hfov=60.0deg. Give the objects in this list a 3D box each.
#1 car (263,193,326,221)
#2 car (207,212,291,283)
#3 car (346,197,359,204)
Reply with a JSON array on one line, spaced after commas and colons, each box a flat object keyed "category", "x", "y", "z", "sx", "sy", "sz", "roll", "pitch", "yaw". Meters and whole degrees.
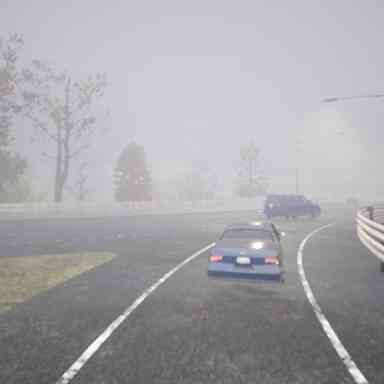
[{"category": "car", "x": 8.090, "y": 1.181, "z": 26.851, "sx": 5.566, "sy": 2.045, "sz": 2.150, "roll": 0, "pitch": 0, "yaw": -38}, {"category": "car", "x": 1.716, "y": 1.532, "z": 9.698, "sx": 2.033, "sy": 1.411, "sz": 5.357, "roll": 0, "pitch": 0, "yaw": 14}, {"category": "car", "x": 30.801, "y": 1.515, "z": 63.705, "sx": 1.895, "sy": 1.301, "sz": 4.718, "roll": 0, "pitch": 0, "yaw": 30}]
